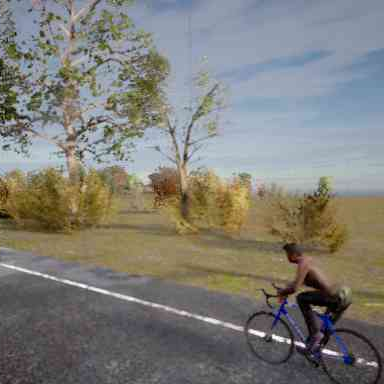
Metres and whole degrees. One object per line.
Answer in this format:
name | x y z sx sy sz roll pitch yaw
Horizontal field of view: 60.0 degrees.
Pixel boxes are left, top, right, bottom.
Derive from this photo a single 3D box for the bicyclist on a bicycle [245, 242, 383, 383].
bicyclist on a bicycle | 1.392 1.449 4.064 1.656 1.620 0.582 0 0 35
